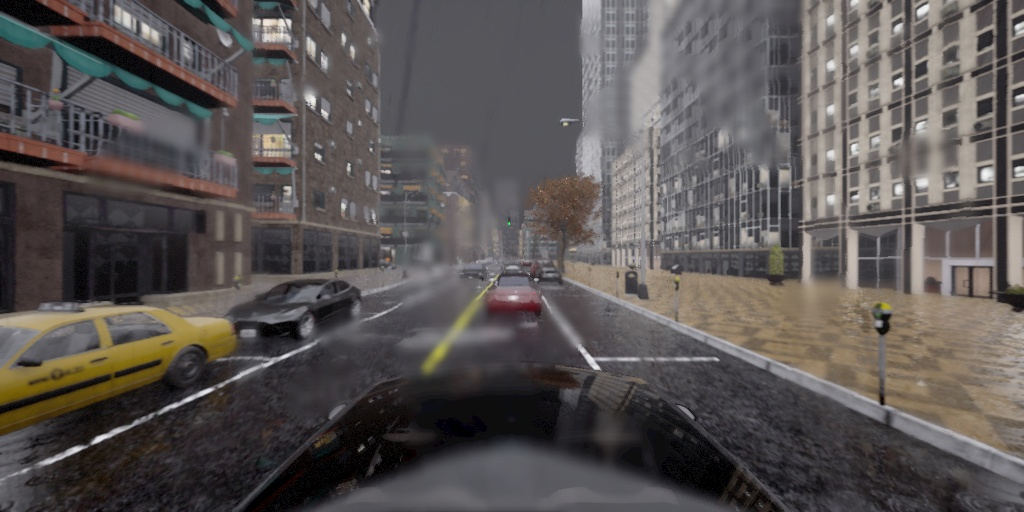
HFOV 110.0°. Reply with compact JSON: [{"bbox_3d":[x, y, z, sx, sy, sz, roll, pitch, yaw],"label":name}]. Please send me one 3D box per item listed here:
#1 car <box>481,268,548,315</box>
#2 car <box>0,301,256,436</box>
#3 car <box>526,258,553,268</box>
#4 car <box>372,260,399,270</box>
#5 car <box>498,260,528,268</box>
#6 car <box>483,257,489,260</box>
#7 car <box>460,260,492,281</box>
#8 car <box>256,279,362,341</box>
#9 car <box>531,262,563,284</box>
[{"bbox_3d":[0.083,1.318,13.536,1.994,1.385,4.181,0,0,0],"label":"car"},{"bbox_3d":[-5.690,1.275,4.257,1.751,1.417,4.829,0,0,0],"label":"car"},{"bbox_3d":[2.685,1.083,32.043,2.192,1.841,5.009,0,0,0],"label":"car"},{"bbox_3d":[-16.444,1.116,45.010,4.403,1.370,2.007,0,0,-1],"label":"car"},{"bbox_3d":[0.078,1.290,27.727,1.812,1.442,4.674,0,0,0],"label":"car"},{"bbox_3d":[-5.703,1.353,64.428,2.007,1.370,4.403,0,0,0],"label":"car"},{"bbox_3d":[-3.072,1.313,30.107,2.033,1.411,5.357,0,0,0],"label":"car"},{"bbox_3d":[-5.691,1.317,9.950,1.948,1.339,4.313,0,0,0],"label":"car"},{"bbox_3d":[2.686,1.330,26.520,1.948,1.339,4.313,0,0,0],"label":"car"}]
